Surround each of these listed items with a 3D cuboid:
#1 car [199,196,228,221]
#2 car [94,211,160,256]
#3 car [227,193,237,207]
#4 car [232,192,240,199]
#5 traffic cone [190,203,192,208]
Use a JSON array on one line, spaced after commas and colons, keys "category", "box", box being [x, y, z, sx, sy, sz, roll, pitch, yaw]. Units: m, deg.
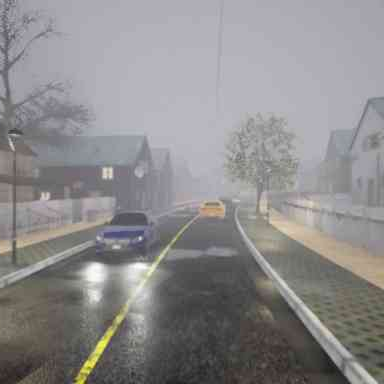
[{"category": "car", "box": [1.671, 1.398, 26.203, 1.882, 1.535, 5.008, 0, 1, 7]}, {"category": "car", "box": [-2.377, 1.512, 13.228, 1.812, 1.442, 4.674, 0, 1, 2]}, {"category": "car", "box": [4.450, 1.220, 44.194, 2.128, 1.511, 4.902, 0, 1, 11]}, {"category": "car", "box": [9.286, 0.799, 72.341, 2.128, 1.511, 4.902, 0, 1, 9]}, {"category": "traffic cone", "box": [-0.067, 1.710, 41.865, 0.340, 0.580, 0.340, 0, 1, 10]}]
